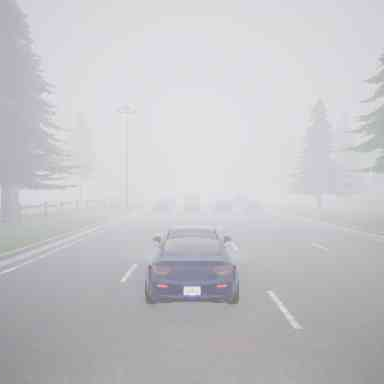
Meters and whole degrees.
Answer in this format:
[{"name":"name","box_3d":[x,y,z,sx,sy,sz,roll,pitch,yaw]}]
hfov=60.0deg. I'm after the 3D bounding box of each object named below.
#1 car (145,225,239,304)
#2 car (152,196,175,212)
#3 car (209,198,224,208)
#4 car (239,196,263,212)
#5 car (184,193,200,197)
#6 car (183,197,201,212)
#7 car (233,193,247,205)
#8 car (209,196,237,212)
[{"name":"car","box_3d":[0.004,1.526,7.990,1.812,1.442,4.674,0,0,0]},{"name":"car","box_3d":[-3.484,1.547,38.604,2.033,1.411,5.357,0,0,0]},{"name":"car","box_3d":[3.520,1.601,49.051,1.895,1.301,4.718,0,0,0]},{"name":"car","box_3d":[7.016,1.526,39.017,1.812,1.442,4.674,0,0,0]},{"name":"car","box_3d":[0.020,1.221,49.053,2.150,2.045,5.566,0,0,0]},{"name":"car","box_3d":[0.016,1.564,39.019,1.994,1.385,4.181,0,0,0]},{"name":"car","box_3d":[7.020,1.221,49.050,2.150,2.045,5.566,0,0,0]},{"name":"car","box_3d":[3.516,1.491,38.601,2.128,1.511,4.902,0,0,0]}]
